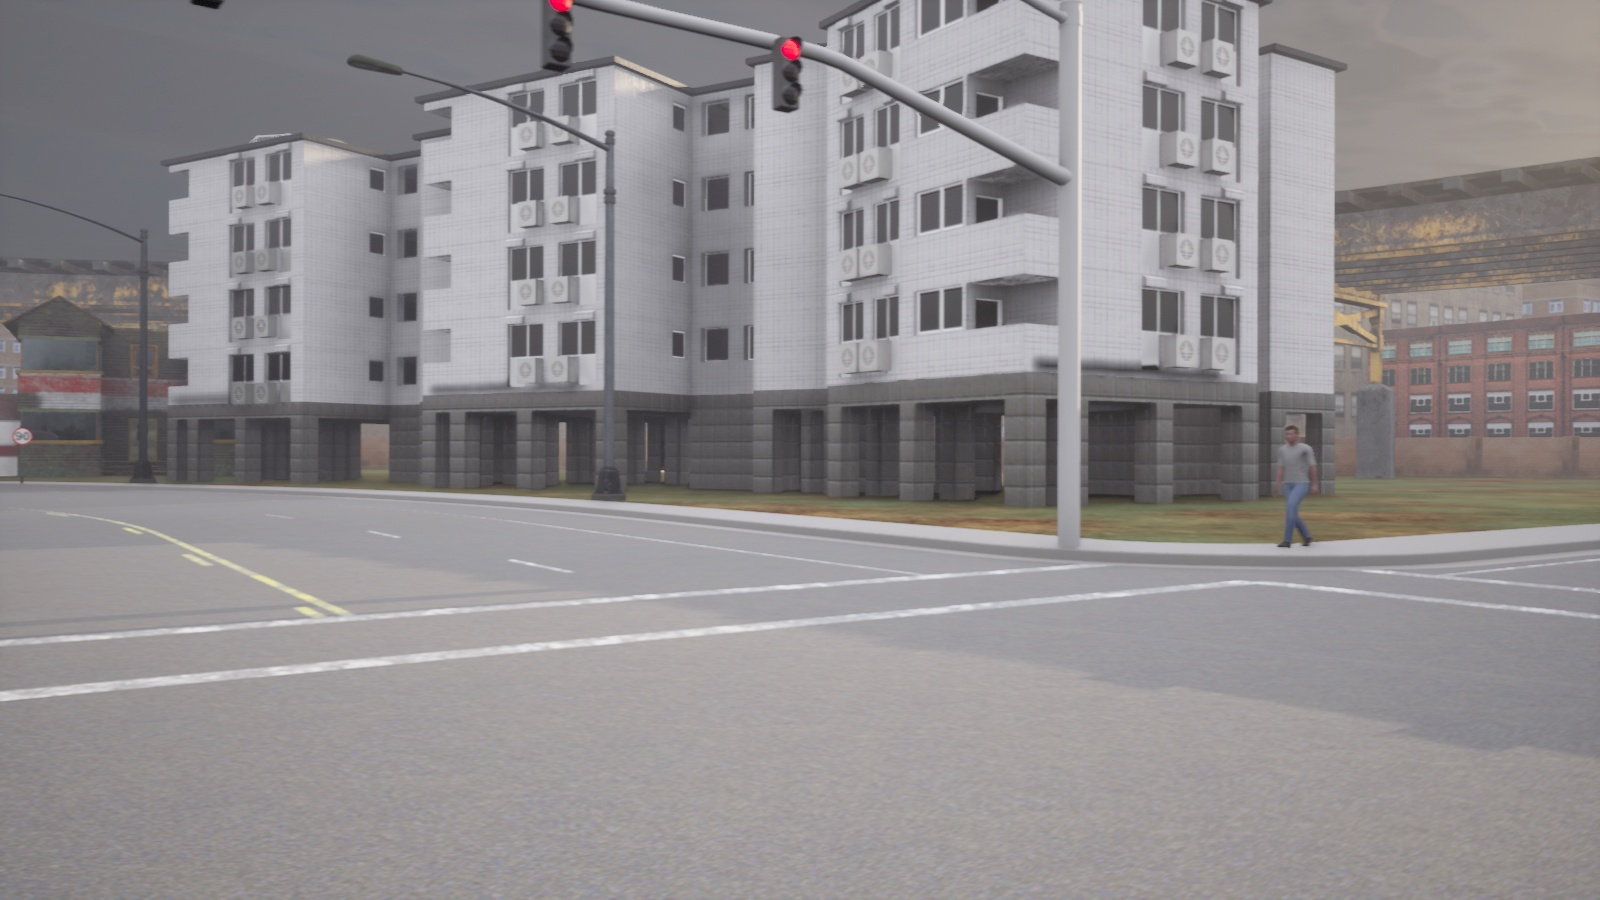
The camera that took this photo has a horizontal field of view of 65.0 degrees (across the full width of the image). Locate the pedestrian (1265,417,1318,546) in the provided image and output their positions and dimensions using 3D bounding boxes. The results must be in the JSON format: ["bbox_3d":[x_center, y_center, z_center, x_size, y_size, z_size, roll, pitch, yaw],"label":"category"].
[{"bbox_3d":[7.135,0.453,18.227,0.706,1.836,0.354,0,0,-32],"label":"pedestrian"}]
